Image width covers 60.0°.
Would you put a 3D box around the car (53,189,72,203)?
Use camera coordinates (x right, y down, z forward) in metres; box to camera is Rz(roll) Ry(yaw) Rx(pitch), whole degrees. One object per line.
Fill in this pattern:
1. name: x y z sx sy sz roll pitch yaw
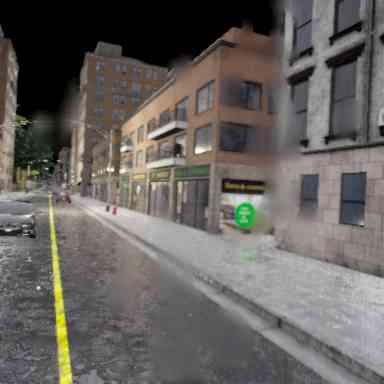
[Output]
1. car: -17.853 0.715 46.184 1.812 1.442 4.674 3 0 -23

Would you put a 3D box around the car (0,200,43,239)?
1. car: -7.838 1.139 14.755 1.837 1.490 4.892 3 0 -23
